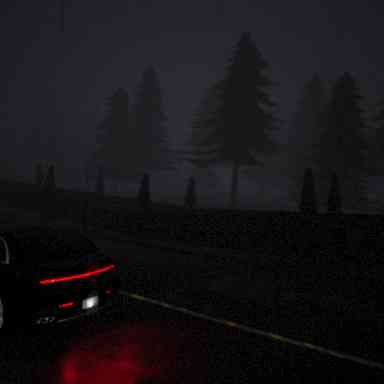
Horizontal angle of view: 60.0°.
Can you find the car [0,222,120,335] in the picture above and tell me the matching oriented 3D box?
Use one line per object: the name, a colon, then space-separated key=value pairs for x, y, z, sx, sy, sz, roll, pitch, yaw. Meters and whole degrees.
car: x=-3.522 y=1.344 z=6.495 sx=4.892 sy=1.490 sz=1.837 roll=3 pitch=2 yaw=35
